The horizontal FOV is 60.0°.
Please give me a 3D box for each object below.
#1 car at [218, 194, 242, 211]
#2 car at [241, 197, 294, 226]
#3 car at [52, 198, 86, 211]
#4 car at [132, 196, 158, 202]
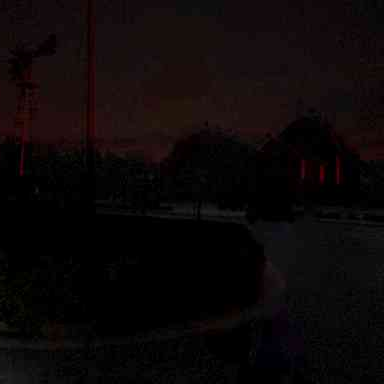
[{"bbox_3d":[4.785,1.221,39.934,1.905,1.878,3.866,0,0,35],"label":"car"},{"bbox_3d":[5.508,1.267,23.231,1.932,1.855,4.605,0,0,35],"label":"car"},{"bbox_3d":[-12.993,1.373,36.002,1.784,1.438,3.905,0,0,35],"label":"car"},{"bbox_3d":[-6.576,1.351,47.217,1.816,1.474,4.193,0,0,35],"label":"car"}]
